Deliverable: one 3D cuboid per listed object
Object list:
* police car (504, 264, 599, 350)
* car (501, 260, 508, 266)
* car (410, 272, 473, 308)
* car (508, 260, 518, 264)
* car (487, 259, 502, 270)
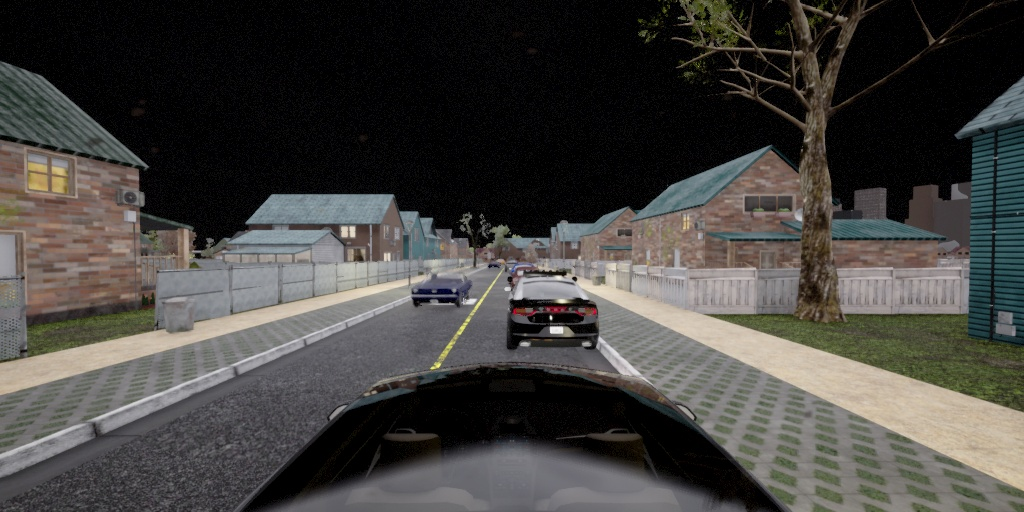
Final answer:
[{"bbox_3d":[0.826,1.175,9.238,1.930,1.638,5.238,0,0,0],"label":"police car"},{"bbox_3d":[0.031,1.301,47.617,2.128,1.511,4.902,0,0,0],"label":"car"},{"bbox_3d":[-2.850,1.353,15.348,1.895,1.301,4.718,0,0,0],"label":"car"},{"bbox_3d":[0.823,1.242,25.132,1.882,1.535,5.008,0,0,0],"label":"car"},{"bbox_3d":[-2.851,1.439,56.383,1.895,1.301,4.718,0,0,0],"label":"car"}]
